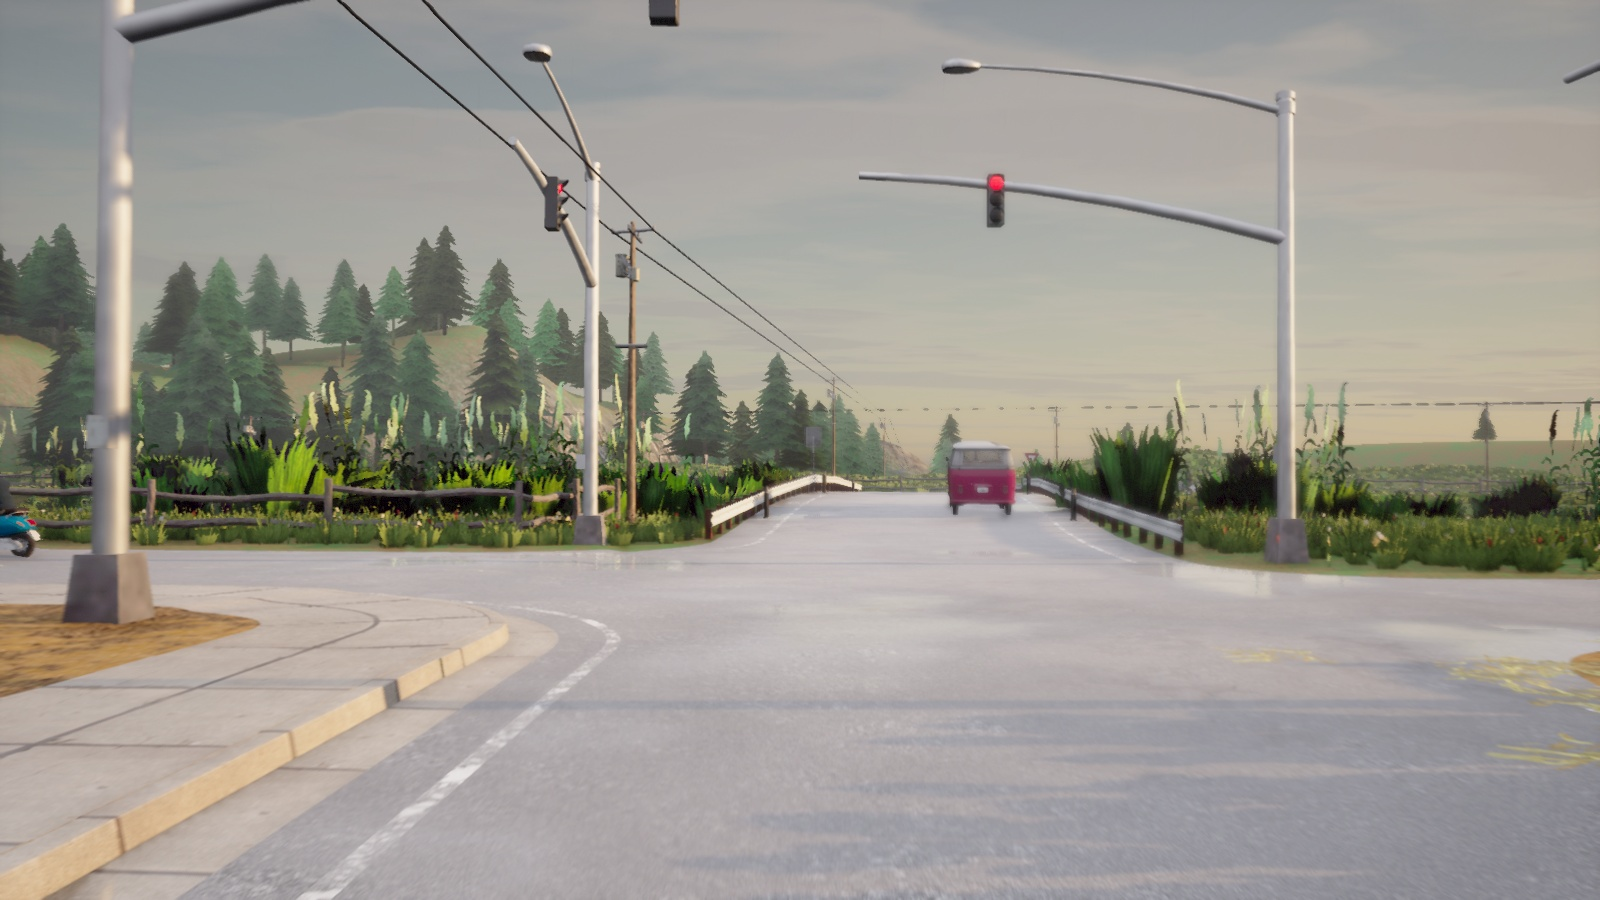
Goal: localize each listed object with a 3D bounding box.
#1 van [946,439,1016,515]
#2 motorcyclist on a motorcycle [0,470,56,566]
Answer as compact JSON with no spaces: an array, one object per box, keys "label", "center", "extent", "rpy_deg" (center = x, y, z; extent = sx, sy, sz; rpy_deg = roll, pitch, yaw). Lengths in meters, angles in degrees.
[{"label":"van","center":[5.164,0.712,36.218],"extent":[1.775,1.987,4.442],"rpy_deg":[0,2,5]},{"label":"motorcyclist on a motorcycle","center":[-13.838,1.145,21.386],"extent":[1.817,1.590,0.866],"rpy_deg":[0,-1,3]}]
